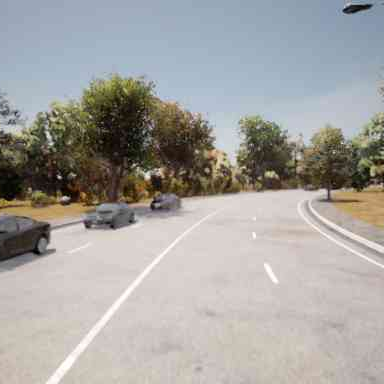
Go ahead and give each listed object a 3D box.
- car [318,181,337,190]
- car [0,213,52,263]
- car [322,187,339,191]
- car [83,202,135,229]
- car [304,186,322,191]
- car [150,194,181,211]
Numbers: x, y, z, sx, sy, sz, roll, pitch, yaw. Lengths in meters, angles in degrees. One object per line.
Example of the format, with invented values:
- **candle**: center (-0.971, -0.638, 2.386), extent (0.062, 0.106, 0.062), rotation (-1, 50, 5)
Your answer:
- **car**: center (32.703, -1.641, 80.048), extent (2.150, 2.045, 5.566), rotation (-1, 2, 45)
- **car**: center (-6.408, 1.484, 10.551), extent (1.882, 1.535, 5.008), rotation (0, 0, 6)
- **car**: center (30.346, -1.038, 72.217), extent (2.033, 1.411, 5.357), rotation (-1, 2, 42)
- **car**: center (-5.005, 1.357, 20.760), extent (1.812, 1.442, 4.674), rotation (0, 1, 10)
- **car**: center (25.916, -0.893, 72.333), extent (1.812, 1.442, 4.674), rotation (-1, 2, 40)
- **car**: center (-2.460, 0.944, 32.061), extent (2.128, 1.511, 4.902), rotation (0, 2, 16)
